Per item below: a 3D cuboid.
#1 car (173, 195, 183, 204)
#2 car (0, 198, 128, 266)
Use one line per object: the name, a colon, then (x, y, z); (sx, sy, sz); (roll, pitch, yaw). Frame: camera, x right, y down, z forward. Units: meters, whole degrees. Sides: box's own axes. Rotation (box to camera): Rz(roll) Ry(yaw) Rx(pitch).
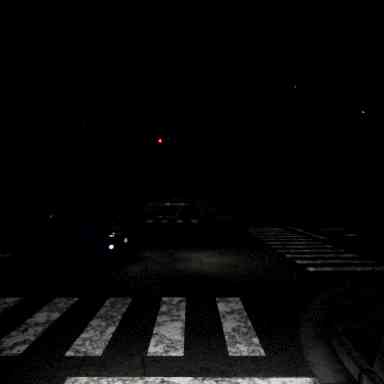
car: (-2.905, 1.512, 69.345); (2.097, 1.767, 4.553); (0, 0, 0)
car: (-4.965, 1.218, 10.997); (5.566, 2.045, 2.150); (1, -1, 0)
